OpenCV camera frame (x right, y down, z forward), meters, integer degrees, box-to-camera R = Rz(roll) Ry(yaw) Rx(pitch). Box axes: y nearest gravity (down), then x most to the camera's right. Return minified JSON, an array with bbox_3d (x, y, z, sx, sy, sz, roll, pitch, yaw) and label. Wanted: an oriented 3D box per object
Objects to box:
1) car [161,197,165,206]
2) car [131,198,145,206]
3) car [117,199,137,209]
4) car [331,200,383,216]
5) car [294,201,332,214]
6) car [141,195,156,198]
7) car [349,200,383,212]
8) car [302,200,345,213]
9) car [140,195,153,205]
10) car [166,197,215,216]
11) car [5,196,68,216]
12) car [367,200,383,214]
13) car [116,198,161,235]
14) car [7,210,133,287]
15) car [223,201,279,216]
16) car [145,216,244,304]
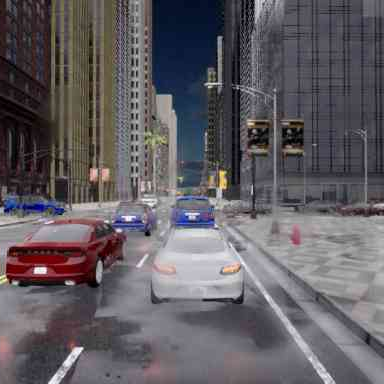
[{"bbox_3d":[-6.525,1.802,60.630,1.837,1.490,4.892,0,0,1],"label":"car"},{"bbox_3d":[-9.774,1.824,60.786,1.812,1.442,4.674,0,0,1],"label":"car"},{"bbox_3d":[-9.810,1.776,50.877,2.033,1.411,5.357,0,0,0],"label":"car"},{"bbox_3d":[15.337,1.575,30.112,4.206,1.307,1.802,0,0,-1],"label":"car"},{"bbox_3d":[13.224,1.633,35.852,4.181,1.385,1.994,0,-1,-1],"label":"car"},{"bbox_3d":[-6.561,1.450,50.918,2.150,2.045,5.566,0,0,0],"label":"car"},{"bbox_3d":[20.853,1.641,38.719,4.313,1.339,1.947,0,0,-1],"label":"car"},{"bbox_3d":[15.213,1.660,38.635,4.313,1.339,1.947,0,0,-1],"label":"car"},{"bbox_3d":[-9.697,1.606,71.360,2.150,2.045,5.566,0,0,0],"label":"car"},{"bbox_3d":[0.039,1.256,17.722,2.150,2.045,5.566,0,0,1],"label":"car"},{"bbox_3d":[-15.038,1.360,32.169,5.566,2.045,2.150,-1,0,0],"label":"car"},{"bbox_3d":[21.778,1.566,35.977,4.674,1.442,1.812,0,-1,-1],"label":"car"},{"bbox_3d":[-3.136,1.390,18.619,2.097,1.767,4.553,0,0,0],"label":"car"},{"bbox_3d":[-3.145,1.488,9.392,1.882,1.535,5.008,0,0,0],"label":"car"},{"bbox_3d":[5.692,1.605,32.535,5.357,1.411,2.033,0,-1,-1],"label":"car"},{"bbox_3d":[0.105,1.534,8.020,1.812,1.442,4.674,0,0,0],"label":"car"}]
